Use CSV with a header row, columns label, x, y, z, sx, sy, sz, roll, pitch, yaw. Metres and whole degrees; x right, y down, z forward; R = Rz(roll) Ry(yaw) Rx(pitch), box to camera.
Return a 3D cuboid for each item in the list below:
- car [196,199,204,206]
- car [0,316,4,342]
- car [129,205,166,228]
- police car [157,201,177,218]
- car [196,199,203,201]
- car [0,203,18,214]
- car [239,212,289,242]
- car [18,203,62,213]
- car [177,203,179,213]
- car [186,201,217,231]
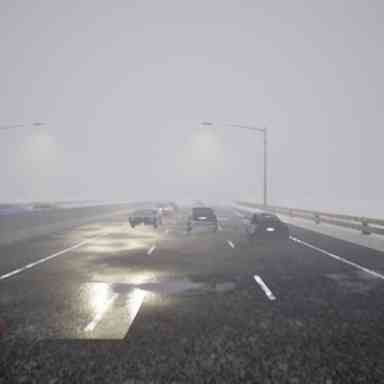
label,x,y,z,sx,sy,sz,roll,pitch,yaw
car,1.831,2.449,78.761,1.837,1.490,4.892,0,-1,2
car,-3.497,1.556,2.634,1.812,1.442,4.674,0,-1,0
car,-3.305,1.888,24.597,1.895,1.301,4.718,0,-1,1
police car,-3.105,1.928,35.533,2.038,1.542,4.974,0,-1,1
car,1.443,2.355,66.951,1.812,1.442,4.674,0,-1,2
car,-17.284,1.842,31.188,1.882,1.535,5.008,0,-1,1
car,3.716,1.770,17.684,1.994,1.385,4.181,0,-1,1
car,-13.786,1.841,31.071,1.882,1.535,5.008,0,-1,1
car,-2.835,1.993,46.499,2.033,1.649,4.856,0,-1,2
car,0.626,1.697,22.769,2.033,1.649,4.856,0,0,0
